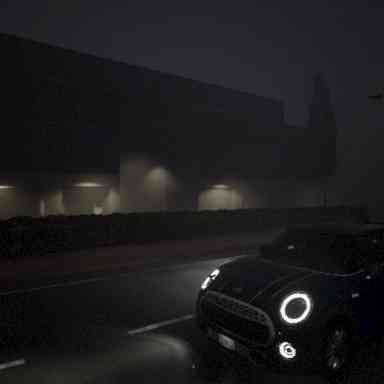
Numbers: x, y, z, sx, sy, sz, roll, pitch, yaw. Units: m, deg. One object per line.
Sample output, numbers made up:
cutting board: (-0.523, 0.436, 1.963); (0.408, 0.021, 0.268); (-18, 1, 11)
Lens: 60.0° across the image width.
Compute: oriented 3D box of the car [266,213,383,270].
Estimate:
car: (4.781, 1.566, 11.654); (4.181, 1.385, 1.994); (0, 0, -35)

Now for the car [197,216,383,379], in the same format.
car: (2.276, 1.352, 5.632); (4.553, 1.767, 2.097); (0, 0, -36)
